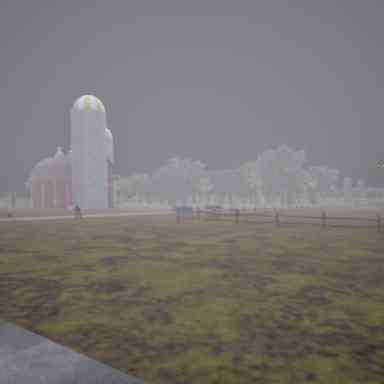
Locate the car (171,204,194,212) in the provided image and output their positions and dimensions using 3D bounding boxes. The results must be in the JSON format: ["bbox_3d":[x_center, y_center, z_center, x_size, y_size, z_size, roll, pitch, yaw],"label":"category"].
[{"bbox_3d":[-1.674,2.896,60.697,1.882,1.535,5.008,-2,-3,36],"label":"car"}]

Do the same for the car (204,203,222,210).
[{"bbox_3d":[4.397,3.025,69.261,1.882,1.535,5.008,-2,-3,36],"label":"car"}]

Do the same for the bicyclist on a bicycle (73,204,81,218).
[{"bbox_3d":[-13.469,2.249,38.968,1.656,1.620,0.582,-1,-2,36],"label":"bicyclist on a bicycle"}]
